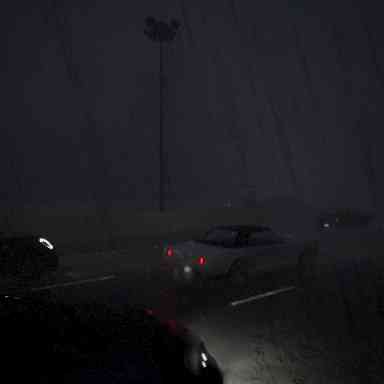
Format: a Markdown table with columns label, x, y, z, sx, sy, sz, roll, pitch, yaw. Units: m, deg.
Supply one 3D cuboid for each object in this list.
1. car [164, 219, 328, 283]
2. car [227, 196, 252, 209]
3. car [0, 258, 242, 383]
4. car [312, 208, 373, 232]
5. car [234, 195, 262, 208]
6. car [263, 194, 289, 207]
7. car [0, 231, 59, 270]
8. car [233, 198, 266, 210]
| label | x | y | z | sx | sy | sz | roll | pitch | yaw |
| --- | --- | --- | --- | --- | --- | --- | --- | --- | --- |
| car | 1.641 | 1.611 | 9.490 | 4.718 | 1.301 | 1.895 | 0 | 0 | -38 |
| car | 5.893 | 1.390 | 36.726 | 4.553 | 1.767 | 2.097 | 0 | 0 | -45 |
| car | -1.758 | 1.569 | 2.615 | 4.181 | 1.385 | 1.994 | 0 | 0 | -36 |
| car | 9.359 | 1.617 | 20.484 | 4.718 | 1.301 | 1.895 | 0 | 0 | -42 |
| car | 8.348 | 1.401 | 49.458 | 2.097 | 1.767 | 4.553 | 0 | 0 | 42 |
| car | 9.040 | 1.255 | 34.885 | 2.150 | 2.045 | 5.566 | 0 | 0 | 45 |
| car | -5.820 | 1.369 | 8.310 | 4.553 | 1.767 | 2.097 | 0 | 0 | -36 |
| car | 7.617 | 1.551 | 43.487 | 1.837 | 1.490 | 4.892 | 0 | -1 | 43 |
